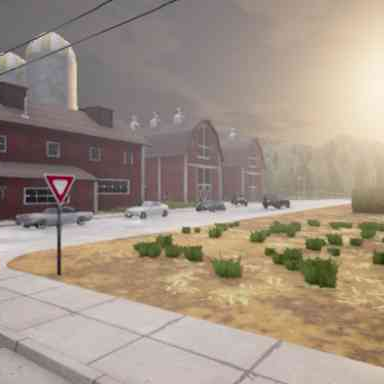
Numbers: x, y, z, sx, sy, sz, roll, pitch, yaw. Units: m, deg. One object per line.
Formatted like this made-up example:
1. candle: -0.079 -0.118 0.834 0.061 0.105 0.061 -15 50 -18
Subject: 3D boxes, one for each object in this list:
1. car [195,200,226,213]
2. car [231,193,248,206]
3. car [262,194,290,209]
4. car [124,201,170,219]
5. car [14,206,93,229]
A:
1. car: 2.134 1.594 37.890 1.994 1.385 4.181 0 0 35
2. car: 7.485 1.187 52.842 1.905 1.878 3.866 6 1 -8
3. car: 11.421 1.241 44.958 2.150 2.045 5.566 0 0 36
4. car: -3.848 1.556 29.247 1.812 1.442 4.674 0 0 35
5. car: -8.965 1.631 21.881 1.895 1.301 4.718 0 0 35
